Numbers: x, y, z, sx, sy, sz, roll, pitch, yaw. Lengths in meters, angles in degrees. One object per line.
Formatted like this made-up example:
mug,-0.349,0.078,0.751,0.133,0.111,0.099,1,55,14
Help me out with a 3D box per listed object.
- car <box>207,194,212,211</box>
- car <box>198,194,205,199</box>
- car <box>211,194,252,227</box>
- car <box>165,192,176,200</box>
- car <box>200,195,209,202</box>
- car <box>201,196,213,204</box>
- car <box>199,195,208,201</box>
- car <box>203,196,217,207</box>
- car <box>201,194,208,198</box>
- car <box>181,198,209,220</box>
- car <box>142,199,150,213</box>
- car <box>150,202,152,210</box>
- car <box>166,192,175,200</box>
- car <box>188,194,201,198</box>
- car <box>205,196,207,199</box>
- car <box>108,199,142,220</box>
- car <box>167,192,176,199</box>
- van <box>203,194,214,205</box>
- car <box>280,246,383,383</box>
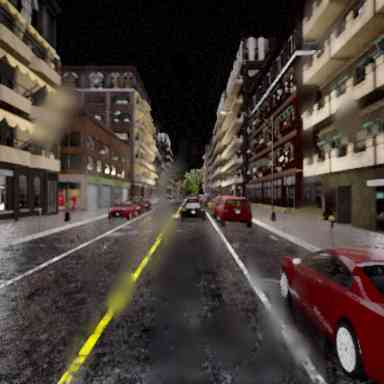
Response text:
car,2.703,1.237,27.598,2.192,1.841,5.009,1,0,0
car,2.696,1.323,94.453,1.802,1.307,4.206,1,0,0
car,2.703,1.253,22.027,2.192,1.841,5.009,1,0,0
car,-5.683,1.337,83.350,1.947,1.339,4.313,1,0,0
car,2.698,1.326,72.338,1.752,1.417,4.829,1,0,0
car,2.698,1.382,61.025,2.008,1.369,4.403,1,0,0
car,2.697,1.368,77.740,1.802,1.307,4.206,1,0,0
car,2.699,1.406,49.884,1.887,1.381,4.507,1,0,0
car,2.702,1.192,44.312,2.192,1.841,5.009,1,0,0
car,0.098,1.488,27.131,1.994,1.385,4.181,0,0,0
car,-5.681,1.489,33.209,1.802,1.307,4.206,1,0,0
car,-5.682,1.473,38.780,1.802,1.307,4.206,1,0,0
car,-5.680,1.071,88.920,2.192,1.841,5.009,1,0,0
car,0.098,1.377,46.187,1.837,1.490,4.892,0,0,0
car,2.699,1.417,38.910,1.752,1.417,4.829,1,0,0
car,-5.681,1.467,27.639,1.887,1.381,4.507,1,0,0
car,-5.680,1.056,94.491,2.192,1.841,5.009,1,0,0
van,2.701,1.187,55.453,1.690,1.788,3.998,1,0,0
car,2.701,1.529,5.314,1.887,1.381,4.507,1,0,0
